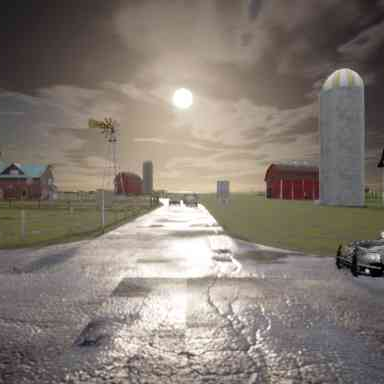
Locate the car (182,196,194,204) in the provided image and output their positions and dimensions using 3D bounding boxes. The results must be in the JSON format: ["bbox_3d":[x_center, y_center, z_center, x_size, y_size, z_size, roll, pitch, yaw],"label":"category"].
[{"bbox_3d":[-0.748,1.515,64.118,1.837,1.490,4.892,0,0,-6],"label":"car"}]

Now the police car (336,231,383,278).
[{"bbox_3d":[6.652,1.652,9.118,4.974,1.542,2.038,1,-1,0],"label":"police car"}]

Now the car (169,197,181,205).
[{"bbox_3d":[-3.019,1.579,58.105,1.994,1.385,4.181,0,0,-2],"label":"car"}]

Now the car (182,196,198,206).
[{"bbox_3d":[-0.080,1.510,54.009,2.128,1.511,4.902,0,0,-2],"label":"car"}]
